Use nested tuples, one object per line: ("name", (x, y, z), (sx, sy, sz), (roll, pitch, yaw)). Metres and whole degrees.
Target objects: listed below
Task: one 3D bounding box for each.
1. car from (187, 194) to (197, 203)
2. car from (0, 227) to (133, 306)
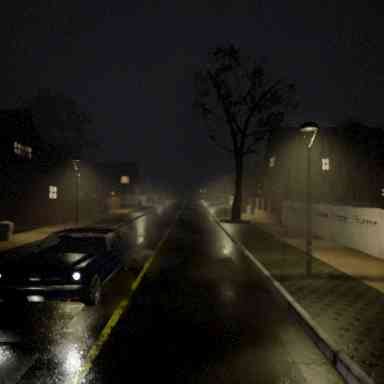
("car", (-0.035, 1.584, 68.662), (2.033, 1.411, 5.357), (0, 0, 0))
("car", (-2.798, 1.611, 8.186), (1.895, 1.301, 4.718), (0, 0, 1))
